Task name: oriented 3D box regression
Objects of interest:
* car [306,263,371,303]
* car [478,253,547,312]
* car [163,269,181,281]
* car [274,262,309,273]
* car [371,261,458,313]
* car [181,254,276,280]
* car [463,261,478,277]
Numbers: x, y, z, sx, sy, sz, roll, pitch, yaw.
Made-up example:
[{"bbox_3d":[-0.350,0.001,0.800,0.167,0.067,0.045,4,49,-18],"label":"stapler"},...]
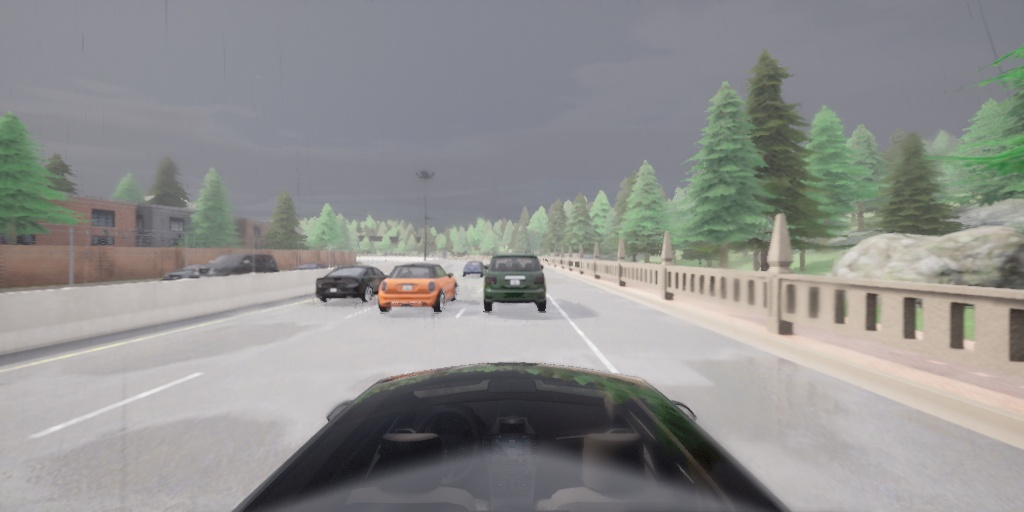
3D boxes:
[{"bbox_3d":[-6.905,1.157,16.339,1.882,1.535,5.008,0,0,0],"label":"car"},{"bbox_3d":[0.096,0.913,13.959,2.150,2.045,5.566,0,0,0],"label":"car"},{"bbox_3d":[-21.103,1.203,24.459,1.994,1.385,4.181,0,0,0],"label":"car"},{"bbox_3d":[-14.104,1.201,25.043,1.994,1.385,4.181,0,0,0],"label":"car"},{"bbox_3d":[-3.404,1.044,13.792,2.097,1.767,4.553,0,0,0],"label":"car"},{"bbox_3d":[-17.606,0.870,23.164,2.150,2.045,5.566,0,0,0],"label":"car"},{"bbox_3d":[-3.410,1.148,33.142,2.033,1.411,5.357,0,0,0],"label":"car"}]
